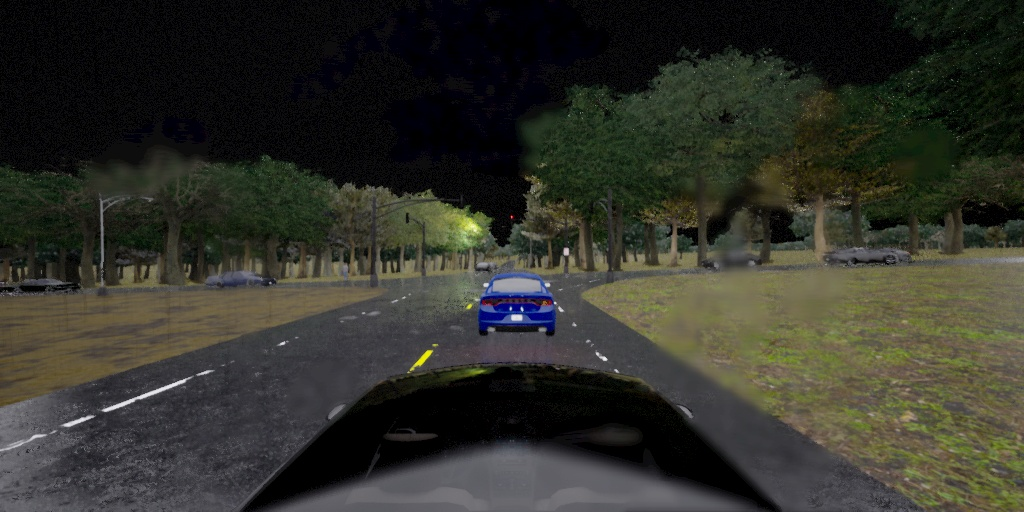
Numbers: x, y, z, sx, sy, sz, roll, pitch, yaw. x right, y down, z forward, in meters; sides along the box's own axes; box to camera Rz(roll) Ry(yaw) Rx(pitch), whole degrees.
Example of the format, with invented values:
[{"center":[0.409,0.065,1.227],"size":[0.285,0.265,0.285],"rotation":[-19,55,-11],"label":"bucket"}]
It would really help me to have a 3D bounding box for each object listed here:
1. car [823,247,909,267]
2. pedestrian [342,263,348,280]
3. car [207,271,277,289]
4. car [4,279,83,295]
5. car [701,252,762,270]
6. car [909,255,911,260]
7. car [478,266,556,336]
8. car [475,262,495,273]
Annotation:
[{"center":[27.968,0.052,28.828],"size":[4.902,1.511,2.128],"rotation":[-2,-1,2],"label":"car"},{"center":[-17.865,1.663,38.444],"size":[0.375,1.860,0.375],"rotation":[0,1,3],"label":"pedestrian"},{"center":[-23.429,2.034,31.117],"size":[5.357,1.411,2.033],"rotation":[-2,-1,6],"label":"car"},{"center":[-41.460,2.689,31.931],"size":[4.718,1.301,1.895],"rotation":[-2,-1,3],"label":"car"},{"center":[20.043,0.389,32.883],"size":[5.008,1.535,1.882],"rotation":[-2,-1,2],"label":"car"},{"center":[33.033,-0.035,32.318],"size":[4.181,1.385,1.994],"rotation":[-2,-1,3],"label":"car"},{"center":[0.140,1.229,10.486],"size":[1.882,1.535,5.008],"rotation":[0,0,1],"label":"car"},{"center":[-3.956,1.577,50.001],"size":[1.882,1.535,5.008],"rotation":[0,-1,2],"label":"car"}]
